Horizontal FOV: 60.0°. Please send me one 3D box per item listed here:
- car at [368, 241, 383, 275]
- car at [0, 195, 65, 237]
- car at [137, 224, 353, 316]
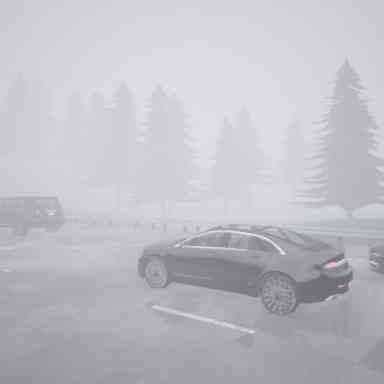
[{"bbox_3d":[6.809,1.483,7.636,4.892,1.490,1.837,0,0,36],"label":"car"},{"bbox_3d":[-9.407,1.202,18.189,5.566,2.045,2.150,0,0,31],"label":"car"},{"bbox_3d":[0.904,1.478,7.487,4.902,1.511,2.128,0,0,34],"label":"car"}]
